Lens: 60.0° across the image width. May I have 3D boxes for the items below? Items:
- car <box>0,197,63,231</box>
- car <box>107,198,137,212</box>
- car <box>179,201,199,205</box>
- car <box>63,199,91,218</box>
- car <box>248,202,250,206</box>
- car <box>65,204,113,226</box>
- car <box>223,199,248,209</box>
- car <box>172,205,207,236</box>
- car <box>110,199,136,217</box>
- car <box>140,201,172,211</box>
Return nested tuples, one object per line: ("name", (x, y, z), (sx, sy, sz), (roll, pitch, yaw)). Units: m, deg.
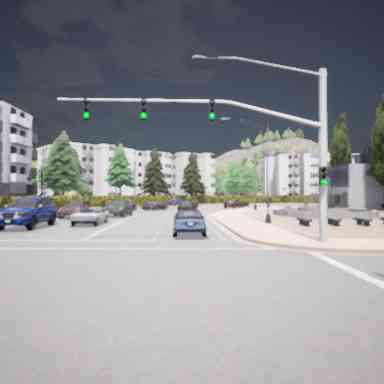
("car", (-10.970, 1.384, 22.404), (2.150, 2.045, 5.566), (0, 0, -2))
("car", (-9.314, 1.692, 44.691), (2.097, 1.767, 4.553), (0, -1, 16))
("car", (-0.430, 1.944, 48.469), (1.994, 1.385, 4.181), (0, -1, 23))
("car", (-11.022, 1.589, 31.900), (2.097, 1.767, 4.553), (0, 0, 2))
("car", (8.927, 2.065, 62.409), (4.181, 1.385, 1.994), (0, -1, -40))
("car", (-7.567, 1.787, 24.919), (1.895, 1.301, 4.718), (0, 0, -2))
("car", (6.864, 1.965, 54.806), (1.812, 1.442, 4.674), (0, -1, 37))
("car", (-0.188, 1.700, 19.427), (2.033, 1.411, 5.357), (0, 0, -2))
("car", (-7.489, 1.609, 33.958), (2.097, 1.767, 4.553), (0, 0, 4))
("car", (-5.189, 1.905, 46.421), (2.033, 1.411, 5.357), (0, 0, 20))
